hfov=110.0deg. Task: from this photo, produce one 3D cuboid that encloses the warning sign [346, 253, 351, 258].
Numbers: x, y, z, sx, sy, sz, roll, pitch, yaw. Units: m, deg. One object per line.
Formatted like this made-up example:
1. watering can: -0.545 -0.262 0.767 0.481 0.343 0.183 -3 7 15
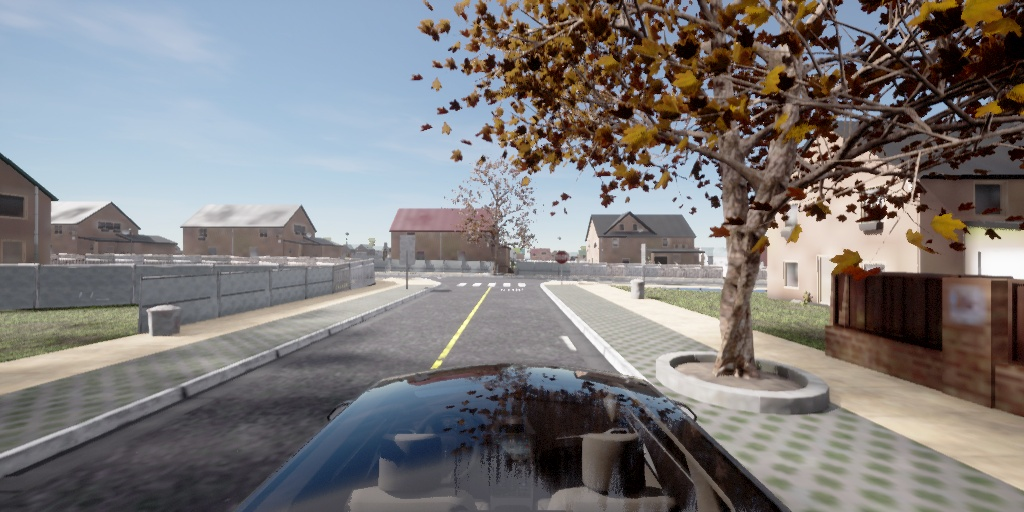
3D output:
1. warning sign: -15.844 0.627 34.644 1.060 1.860 1.300 0 0 0
